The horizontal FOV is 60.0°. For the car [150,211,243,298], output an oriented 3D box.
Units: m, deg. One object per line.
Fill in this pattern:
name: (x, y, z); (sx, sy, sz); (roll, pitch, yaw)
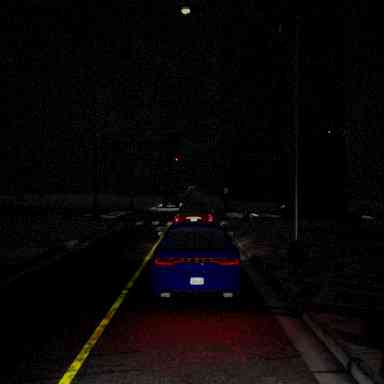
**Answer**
car: (0.098, 1.477, 8.556); (1.882, 1.535, 5.008); (0, 0, 0)

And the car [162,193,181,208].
car: (-3.111, 1.222, 49.351); (2.150, 2.045, 5.566); (0, 0, 0)

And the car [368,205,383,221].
car: (17.938, 1.824, 28.401); (4.829, 1.417, 1.752); (1, -1, 0)

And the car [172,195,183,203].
car: (-3.034, 1.493, 69.501); (2.128, 1.511, 4.902); (0, 0, 0)

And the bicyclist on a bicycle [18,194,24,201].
bicyclist on a bicycle: (-20.511, 1.030, 39.775); (0.582, 1.620, 1.656); (1, 0, 0)

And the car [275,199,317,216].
car: (10.940, 1.539, 34.247); (4.553, 1.767, 2.097); (1, 0, 0)

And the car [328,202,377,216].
car: (17.773, 1.842, 36.925); (4.403, 1.369, 2.008); (1, -1, 0)

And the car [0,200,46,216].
car: (-14.784, 1.367, 28.293); (4.403, 1.369, 2.008); (1, -1, 0)

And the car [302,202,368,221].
car: (12.125, 1.775, 28.398); (4.313, 1.339, 1.947); (1, -1, 0)

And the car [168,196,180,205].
car: (-3.101, 1.526, 59.183); (1.812, 1.442, 4.674); (0, 0, 1)

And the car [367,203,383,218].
car: (20.854, 1.867, 34.251); (4.674, 1.442, 1.812); (1, 0, 0)

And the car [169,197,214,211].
car: (0.114, 1.352, 17.710); (2.097, 1.767, 4.553); (0, 0, 1)
